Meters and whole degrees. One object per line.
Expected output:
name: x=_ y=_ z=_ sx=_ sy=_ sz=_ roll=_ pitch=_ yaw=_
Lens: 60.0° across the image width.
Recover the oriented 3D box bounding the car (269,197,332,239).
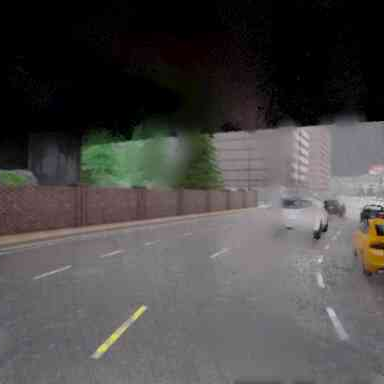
car: x=6.152 y=1.306 z=18.334 sx=2.150 sy=2.045 sz=5.566 roll=1 pitch=-1 yaw=27

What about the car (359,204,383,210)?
car: x=14.477 y=1.723 z=26.655 sx=1.812 sy=1.442 sz=4.674 roll=1 pitch=0 yaw=28

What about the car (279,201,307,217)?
car: x=10.529 y=1.666 z=34.496 sx=1.837 sy=1.490 sz=4.892 roll=1 pitch=-1 yaw=28

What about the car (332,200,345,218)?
car: x=14.169 y=1.553 z=33.502 sx=2.097 sy=1.767 sz=4.553 roll=1 pitch=0 yaw=28

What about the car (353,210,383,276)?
car: x=6.167 y=1.562 z=10.271 sx=1.882 sy=1.535 sz=5.008 roll=0 pitch=0 yaw=22
